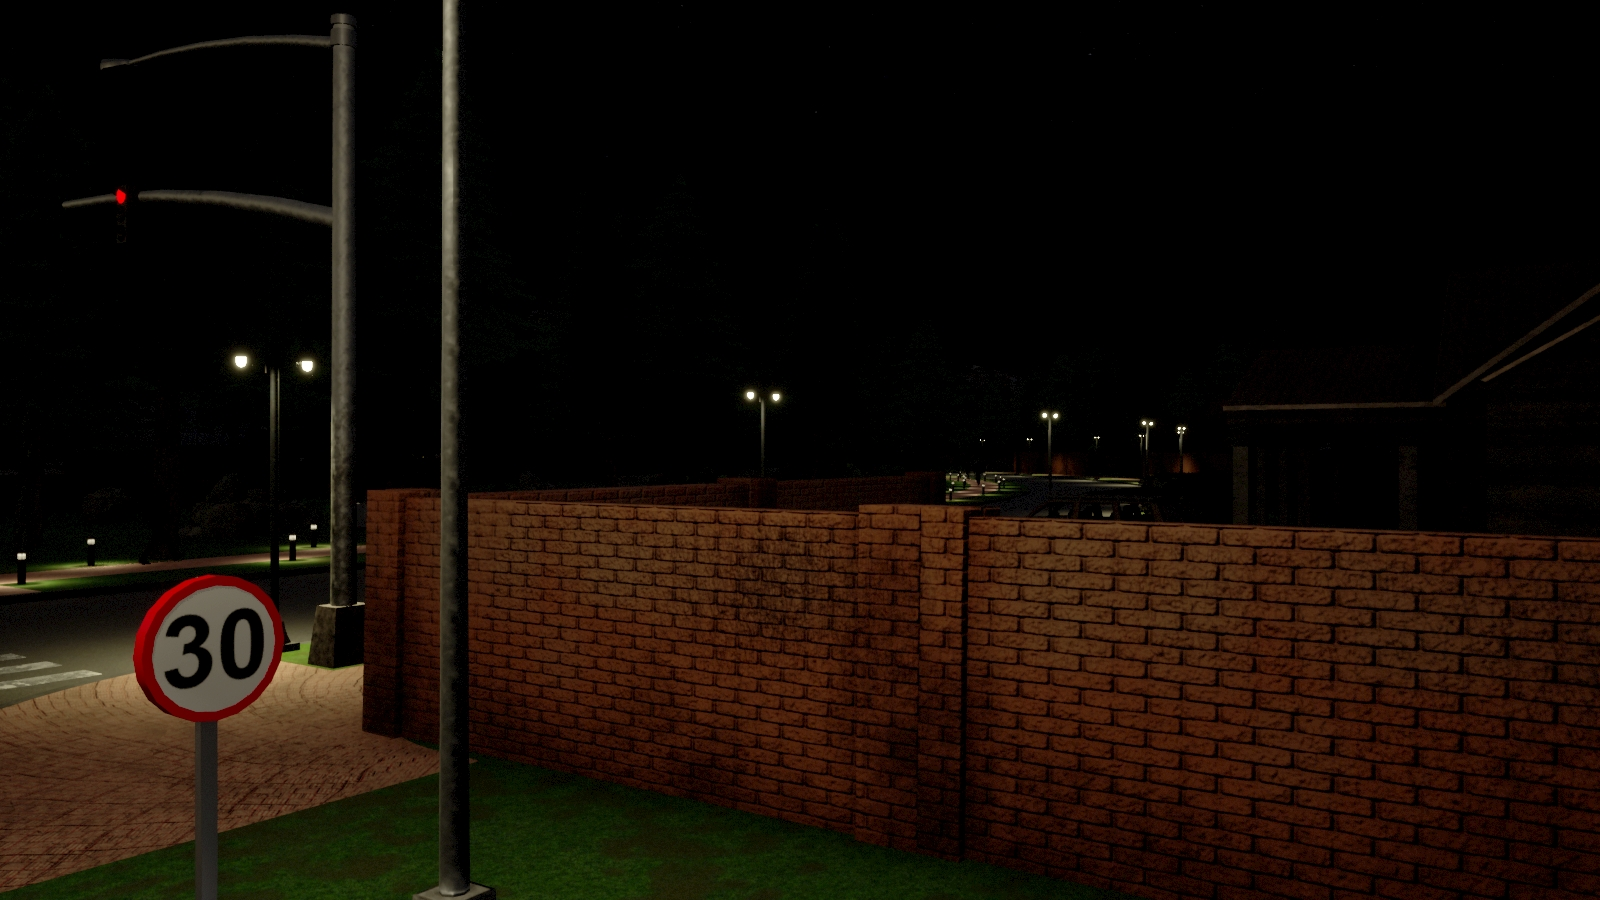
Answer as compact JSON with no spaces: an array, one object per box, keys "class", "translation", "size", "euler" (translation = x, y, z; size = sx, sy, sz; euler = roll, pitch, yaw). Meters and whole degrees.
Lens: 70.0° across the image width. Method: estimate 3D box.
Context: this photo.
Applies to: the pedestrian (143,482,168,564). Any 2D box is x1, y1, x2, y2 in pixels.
[{"class":"pedestrian","translation":[-14.790,1.665,26.222],"size":[0.375,1.860,0.375],"euler":[0,0,34]}]
